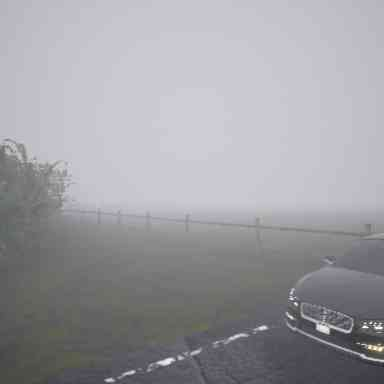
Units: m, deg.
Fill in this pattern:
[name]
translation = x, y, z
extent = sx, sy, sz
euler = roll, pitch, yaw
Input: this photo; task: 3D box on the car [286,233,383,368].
[car]
translation = 3.658, 1.502, 5.677
extent = 4.892, 1.490, 1.837
euler = 0, 0, -35
